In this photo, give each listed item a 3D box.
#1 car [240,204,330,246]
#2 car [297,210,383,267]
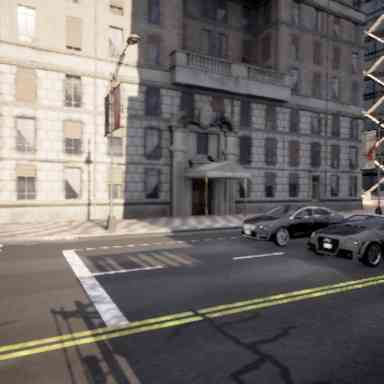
[{"bbox_3d":[4.336,1.290,14.030,4.902,1.511,2.128,0,1,-28],"label":"car"},{"bbox_3d":[5.822,1.429,10.861,4.181,1.385,1.994,0,1,-28],"label":"car"}]
